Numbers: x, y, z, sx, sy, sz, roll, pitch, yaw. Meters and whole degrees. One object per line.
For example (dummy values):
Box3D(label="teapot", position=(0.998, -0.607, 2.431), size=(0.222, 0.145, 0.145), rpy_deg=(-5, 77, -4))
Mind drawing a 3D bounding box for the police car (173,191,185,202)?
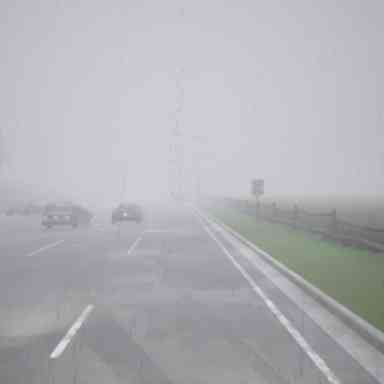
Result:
Box3D(label="police car", position=(-2.318, 1.051, 66.047), size=(1.930, 1.638, 5.238), rpy_deg=(-1, 0, -3))

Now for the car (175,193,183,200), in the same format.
Box3D(label="car", position=(-3.234, 1.066, 81.944), size=(1.812, 1.442, 4.674), rpy_deg=(-1, 0, -3))

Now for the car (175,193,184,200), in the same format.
Box3D(label="car", position=(-2.888, 1.078, 75.954), size=(1.837, 1.490, 4.892), rpy_deg=(-1, 0, -3))

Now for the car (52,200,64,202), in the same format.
Box3D(label="car", position=(-11.922, 1.433, 30.744), size=(1.882, 1.535, 5.008), rpy_deg=(-1, 0, -3))

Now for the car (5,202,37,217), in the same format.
Box3D(label="car", position=(-15.448, 1.596, 31.180), size=(1.895, 1.301, 4.718), rpy_deg=(-1, 0, -3))

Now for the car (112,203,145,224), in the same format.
Box3D(label="car", position=(-4.573, 1.470, 24.274), size=(1.994, 1.385, 4.181), rpy_deg=(-1, 0, -3))

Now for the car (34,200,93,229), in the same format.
Box3D(label="car", position=(-7.935, 1.510, 21.607), size=(2.033, 1.411, 5.357), rpy_deg=(-1, 0, -3))
